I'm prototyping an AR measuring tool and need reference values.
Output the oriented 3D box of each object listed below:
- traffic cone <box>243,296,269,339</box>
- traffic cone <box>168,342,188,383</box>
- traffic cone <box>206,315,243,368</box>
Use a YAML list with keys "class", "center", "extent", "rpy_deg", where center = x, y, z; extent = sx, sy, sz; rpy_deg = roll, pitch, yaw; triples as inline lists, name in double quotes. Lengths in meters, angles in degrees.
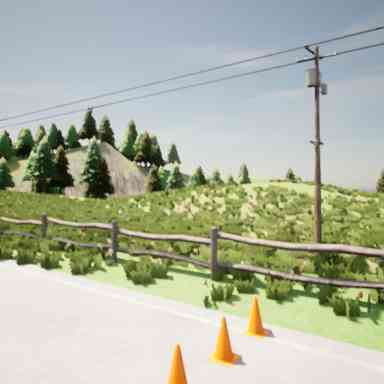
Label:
- class: "traffic cone"
  center: [1.005, 1.946, 5.270]
  extent: [0.340, 0.580, 0.340]
  rpy_deg: [0, 0, 36]
- class: "traffic cone"
  center: [-0.159, 1.946, 3.643]
  extent: [0.340, 0.580, 0.340]
  rpy_deg: [0, 0, 36]
- class: "traffic cone"
  center: [0.423, 1.946, 4.456]
  extent: [0.340, 0.580, 0.340]
  rpy_deg: [0, 0, 36]
